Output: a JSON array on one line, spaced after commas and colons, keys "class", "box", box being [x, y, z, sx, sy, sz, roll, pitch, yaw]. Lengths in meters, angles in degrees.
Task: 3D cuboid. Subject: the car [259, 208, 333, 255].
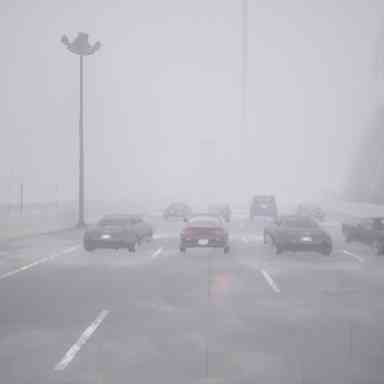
[{"class": "car", "box": [4.060, 1.572, 13.340, 1.994, 1.385, 4.181, 0, 0, 5]}]

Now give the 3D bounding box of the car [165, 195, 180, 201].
[{"class": "car", "box": [-4.864, 1.483, 85.006, 1.812, 1.442, 4.674, 0, 0, 25]}]

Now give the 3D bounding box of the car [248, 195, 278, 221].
[{"class": "car", "box": [5.787, 1.258, 27.237, 2.150, 2.045, 5.566, 0, 0, 9]}]

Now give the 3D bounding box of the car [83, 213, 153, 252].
[{"class": "car", "box": [-2.916, 1.572, 13.912, 1.994, 1.385, 4.181, 0, 0, 5]}]

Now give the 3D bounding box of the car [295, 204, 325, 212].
[{"class": "car", "box": [9.240, 1.616, 26.661, 1.895, 1.301, 4.718, 0, 0, 9]}]

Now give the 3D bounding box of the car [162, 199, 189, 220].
[{"class": "car", "box": [-1.122, 1.563, 28.359, 2.033, 1.411, 5.357, 0, 0, 9]}]

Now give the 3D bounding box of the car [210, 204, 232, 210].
[{"class": "car", "box": [2.335, 1.616, 27.813, 1.895, 1.301, 4.718, 0, 0, 9]}]

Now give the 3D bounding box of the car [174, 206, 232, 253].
[{"class": "car", "box": [0.572, 1.533, 13.626, 1.812, 1.442, 4.674, 0, 0, 5]}]

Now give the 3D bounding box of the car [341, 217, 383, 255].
[{"class": "car", "box": [7.551, 1.616, 13.084, 1.895, 1.301, 4.718, 0, 0, 5]}]

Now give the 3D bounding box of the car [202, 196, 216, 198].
[{"class": "car", "box": [4.507, 1.490, 80.270, 2.128, 1.511, 4.902, 0, 0, 25]}]
